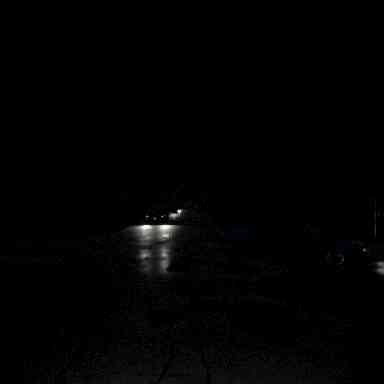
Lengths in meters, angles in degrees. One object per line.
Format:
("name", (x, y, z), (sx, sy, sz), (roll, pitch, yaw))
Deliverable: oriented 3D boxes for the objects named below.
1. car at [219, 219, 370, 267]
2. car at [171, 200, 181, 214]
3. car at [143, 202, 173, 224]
("car", (3.717, 1.752, 12.598), (5.357, 1.411, 2.033), (2, 0, 29))
("car", (-2.856, 2.068, 43.551), (2.033, 1.411, 5.357), (0, -1, 0))
("car", (-2.855, 1.814, 27.797), (1.837, 1.490, 4.892), (0, -1, 0))
